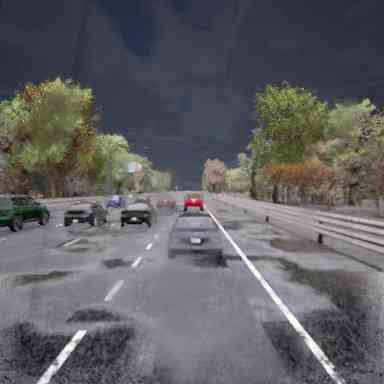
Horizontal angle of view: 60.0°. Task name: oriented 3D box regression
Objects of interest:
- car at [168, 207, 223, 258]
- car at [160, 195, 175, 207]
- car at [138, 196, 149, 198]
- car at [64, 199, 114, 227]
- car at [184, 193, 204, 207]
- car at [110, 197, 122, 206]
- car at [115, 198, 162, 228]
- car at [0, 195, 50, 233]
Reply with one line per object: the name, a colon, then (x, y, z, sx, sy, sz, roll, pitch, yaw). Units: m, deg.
car: (0.113, 1.507, 12.494, 2.033, 1.411, 5.357, 0, 0, 0)
car: (-3.293, 1.215, 43.078, 2.097, 1.767, 4.553, 0, 0, 0)
car: (-6.781, 1.358, 47.017, 1.837, 1.490, 4.892, 0, 1, 0)
car: (-6.858, 1.434, 21.981, 1.837, 1.490, 4.892, 0, 1, 0)
car: (0.195, 1.099, 39.156, 2.150, 2.045, 5.566, 0, 0, 0)
car: (-10.285, 1.381, 45.405, 1.812, 1.442, 4.674, 0, 0, 0)
car: (-3.359, 1.406, 21.842, 1.882, 1.535, 5.008, 0, 0, 0)
car: (-10.365, 1.159, 19.336, 2.150, 2.045, 5.566, 0, 0, 0)
